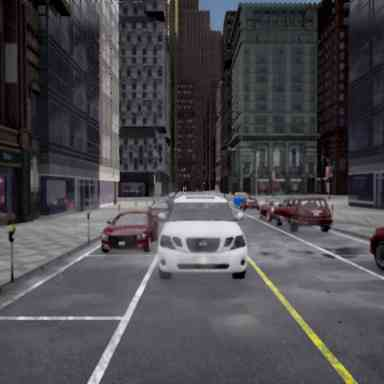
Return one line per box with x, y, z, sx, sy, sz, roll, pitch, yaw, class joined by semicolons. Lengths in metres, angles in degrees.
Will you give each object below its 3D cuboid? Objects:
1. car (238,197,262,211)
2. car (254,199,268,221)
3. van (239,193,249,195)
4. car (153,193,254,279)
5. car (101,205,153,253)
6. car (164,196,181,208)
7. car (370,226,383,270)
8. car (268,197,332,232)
6.174;1.296;35.881;1.802;1.307;4.206;0;1;0;car
6.185;1.250;24.582;1.967;1.590;4.097;0;0;0;car
6.167;1.006;41.528;1.690;1.788;3.998;0;1;0;van
0.250;1.143;10.185;2.150;2.045;5.566;0;1;0;car
-2.328;1.444;13.275;1.887;1.381;4.507;0;0;0;car
-2.358;1.230;41.520;1.947;1.339;4.313;0;1;0;car
6.202;1.258;7.636;2.192;1.841;5.009;0;0;0;car
6.190;1.170;18.933;2.192;1.841;5.009;0;0;0;car
